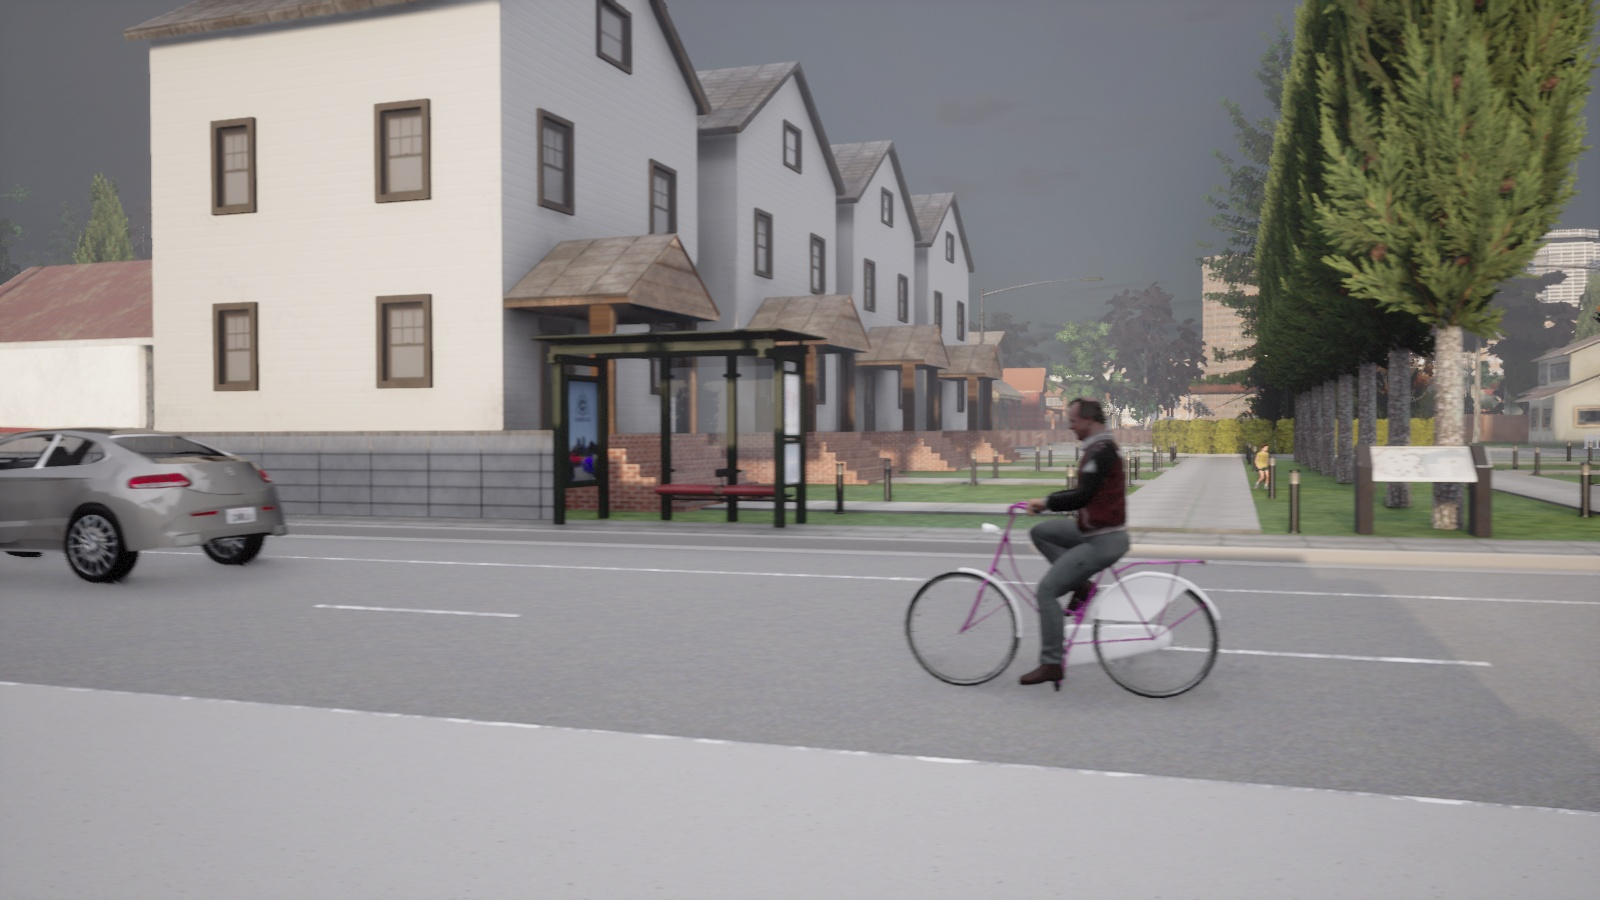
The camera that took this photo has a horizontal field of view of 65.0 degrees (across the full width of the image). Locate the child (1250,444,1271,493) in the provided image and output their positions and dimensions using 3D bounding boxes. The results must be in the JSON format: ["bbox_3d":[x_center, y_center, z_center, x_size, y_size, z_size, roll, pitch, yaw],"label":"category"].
[{"bbox_3d":[10.537,0.409,28.750,0.255,1.110,0.394,0,1,-15],"label":"child"}]

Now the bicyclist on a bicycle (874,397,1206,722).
[{"bbox_3d":[1.425,0.583,7.465,1.843,1.776,0.659,1,1,19],"label":"bicyclist on a bicycle"}]

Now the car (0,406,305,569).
[{"bbox_3d":[-8.541,0.343,14.556,5.027,1.651,2.152,1,1,19],"label":"car"}]
